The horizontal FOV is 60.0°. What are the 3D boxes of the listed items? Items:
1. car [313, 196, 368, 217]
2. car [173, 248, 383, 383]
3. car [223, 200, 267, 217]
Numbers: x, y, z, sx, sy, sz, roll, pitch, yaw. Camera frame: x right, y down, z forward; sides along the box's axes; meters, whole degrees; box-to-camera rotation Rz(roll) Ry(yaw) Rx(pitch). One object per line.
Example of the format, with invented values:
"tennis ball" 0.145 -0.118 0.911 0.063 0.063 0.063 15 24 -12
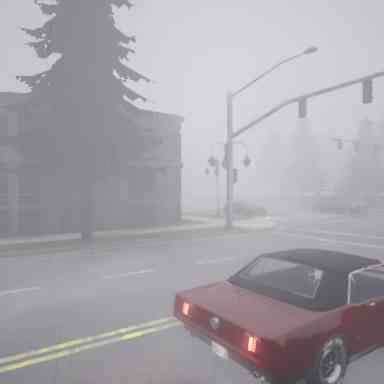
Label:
"car" 12.960 1.151 29.384 2.097 1.767 4.553 -1 0 -29
"car" 2.175 1.567 5.160 4.718 1.301 1.895 -1 0 -34
"car" 4.579 1.414 29.212 1.994 1.385 4.181 -1 0 -33
